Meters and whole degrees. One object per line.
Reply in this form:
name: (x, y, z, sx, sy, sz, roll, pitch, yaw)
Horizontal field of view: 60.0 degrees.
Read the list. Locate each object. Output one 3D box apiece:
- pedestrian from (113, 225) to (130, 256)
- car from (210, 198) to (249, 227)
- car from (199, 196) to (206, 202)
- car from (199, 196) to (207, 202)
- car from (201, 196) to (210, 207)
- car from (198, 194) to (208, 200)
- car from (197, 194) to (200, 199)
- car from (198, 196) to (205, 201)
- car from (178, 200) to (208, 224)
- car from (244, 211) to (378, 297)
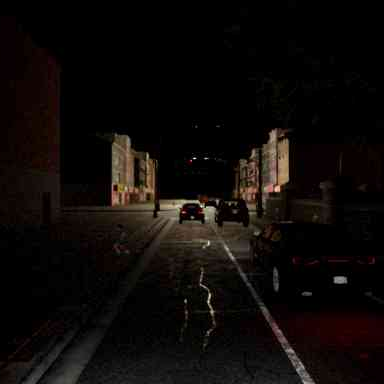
pedestrian: (-2.275, 1.527, 10.760, 0.500, 1.100, 0.500, 1, -1, -10)
car: (2.653, 1.337, 22.810, 2.192, 1.841, 5.009, 1, 0, 0)
car: (2.658, 1.812, 87.301, 1.802, 1.307, 4.206, 0, 0, 0)
car: (2.657, 1.787, 81.863, 1.802, 1.307, 4.206, 0, 0, 0)
car: (2.653, 1.628, 49.240, 1.887, 1.381, 4.507, 1, 0, 0)
car: (2.655, 1.682, 65.552, 1.887, 1.381, 4.507, 1, 0, 0)
car: (2.658, 1.473, 70.990, 2.192, 1.841, 5.009, 1, 0, 0)
car: (2.659, 1.807, 92.739, 2.008, 1.369, 4.403, 0, 0, 0)
car: (-0.048, 1.551, 24.961, 1.812, 1.442, 4.674, 0, 0, -2)
car: (2.752, 1.483, 8.644, 1.882, 1.535, 5.008, 0, 0, 0)
